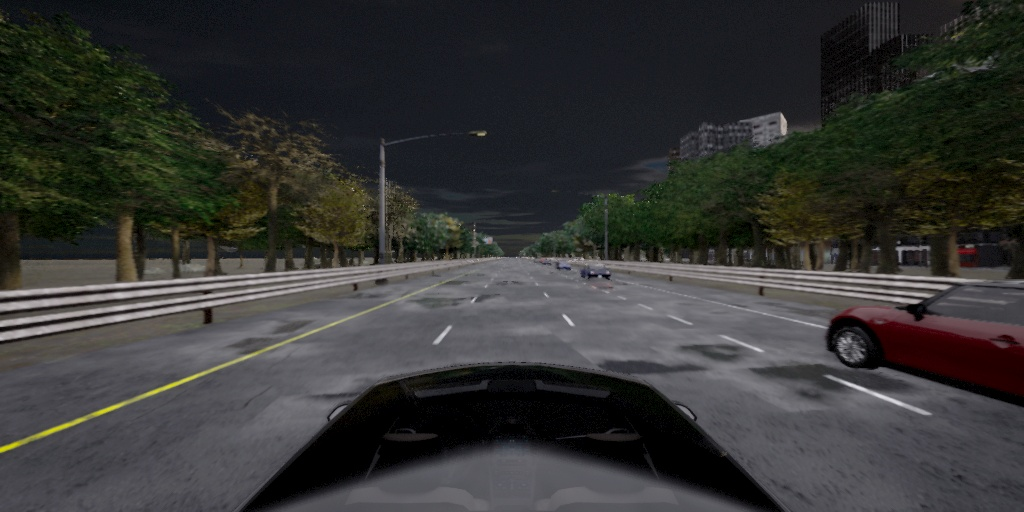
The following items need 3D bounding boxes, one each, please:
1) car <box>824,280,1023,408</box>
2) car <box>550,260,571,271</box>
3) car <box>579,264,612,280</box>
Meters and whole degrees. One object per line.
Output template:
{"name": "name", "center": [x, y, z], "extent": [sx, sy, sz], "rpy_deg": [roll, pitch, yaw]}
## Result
{"name": "car", "center": [7.000, 1.104, 4.920], "extent": [2.097, 1.767, 4.553], "rpy_deg": [0, 0, 0]}
{"name": "car", "center": [7.127, 1.332, 50.858], "extent": [2.033, 1.411, 5.357], "rpy_deg": [0, 0, 0]}
{"name": "car", "center": [7.046, 1.372, 30.921], "extent": [1.895, 1.301, 4.718], "rpy_deg": [0, 0, 0]}
